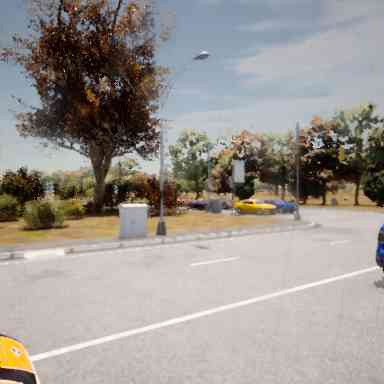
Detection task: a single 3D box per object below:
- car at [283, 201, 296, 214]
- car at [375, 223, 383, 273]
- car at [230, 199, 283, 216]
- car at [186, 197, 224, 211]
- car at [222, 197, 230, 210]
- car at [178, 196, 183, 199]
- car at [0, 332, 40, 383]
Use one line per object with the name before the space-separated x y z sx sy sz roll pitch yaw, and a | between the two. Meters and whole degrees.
car | 9.199 1.541 36.505 1.882 1.535 5.008 0 0 -32
car | 7.060 1.245 8.781 5.566 2.045 2.150 0 0 -35
car | 6.506 1.533 34.221 1.882 1.535 5.008 0 0 -32
car | 1.523 1.648 42.074 1.895 1.301 4.718 0 0 -33
car | 4.314 1.406 44.198 2.097 1.767 4.553 0 0 -33
car | -1.270 1.374 52.815 2.097 1.767 4.553 0 0 -33
car | -3.103 1.347 1.533 4.553 1.767 2.097 0 0 -36
